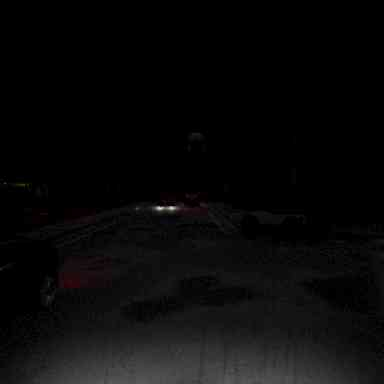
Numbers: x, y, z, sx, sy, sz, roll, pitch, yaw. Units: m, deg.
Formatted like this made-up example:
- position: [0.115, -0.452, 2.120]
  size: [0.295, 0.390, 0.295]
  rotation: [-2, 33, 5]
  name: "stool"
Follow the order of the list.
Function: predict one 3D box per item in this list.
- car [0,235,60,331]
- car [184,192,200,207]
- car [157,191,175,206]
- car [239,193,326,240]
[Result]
- position: [-3.591, 1.459, 4.846]
  size: [2.128, 1.511, 4.902]
  rotation: [0, 0, 0]
  name: "car"
- position: [-0.005, 1.184, 44.247]
  size: [1.882, 1.535, 5.008]
  rotation: [0, 0, 0]
  name: "car"
- position: [-3.524, 0.917, 46.561]
  size: [2.150, 2.045, 5.566]
  rotation: [0, 0, 0]
  name: "car"
- position: [4.161, 1.041, 15.473]
  size: [1.905, 1.878, 3.866]
  rotation: [-8, 4, -42]
  name: "car"
